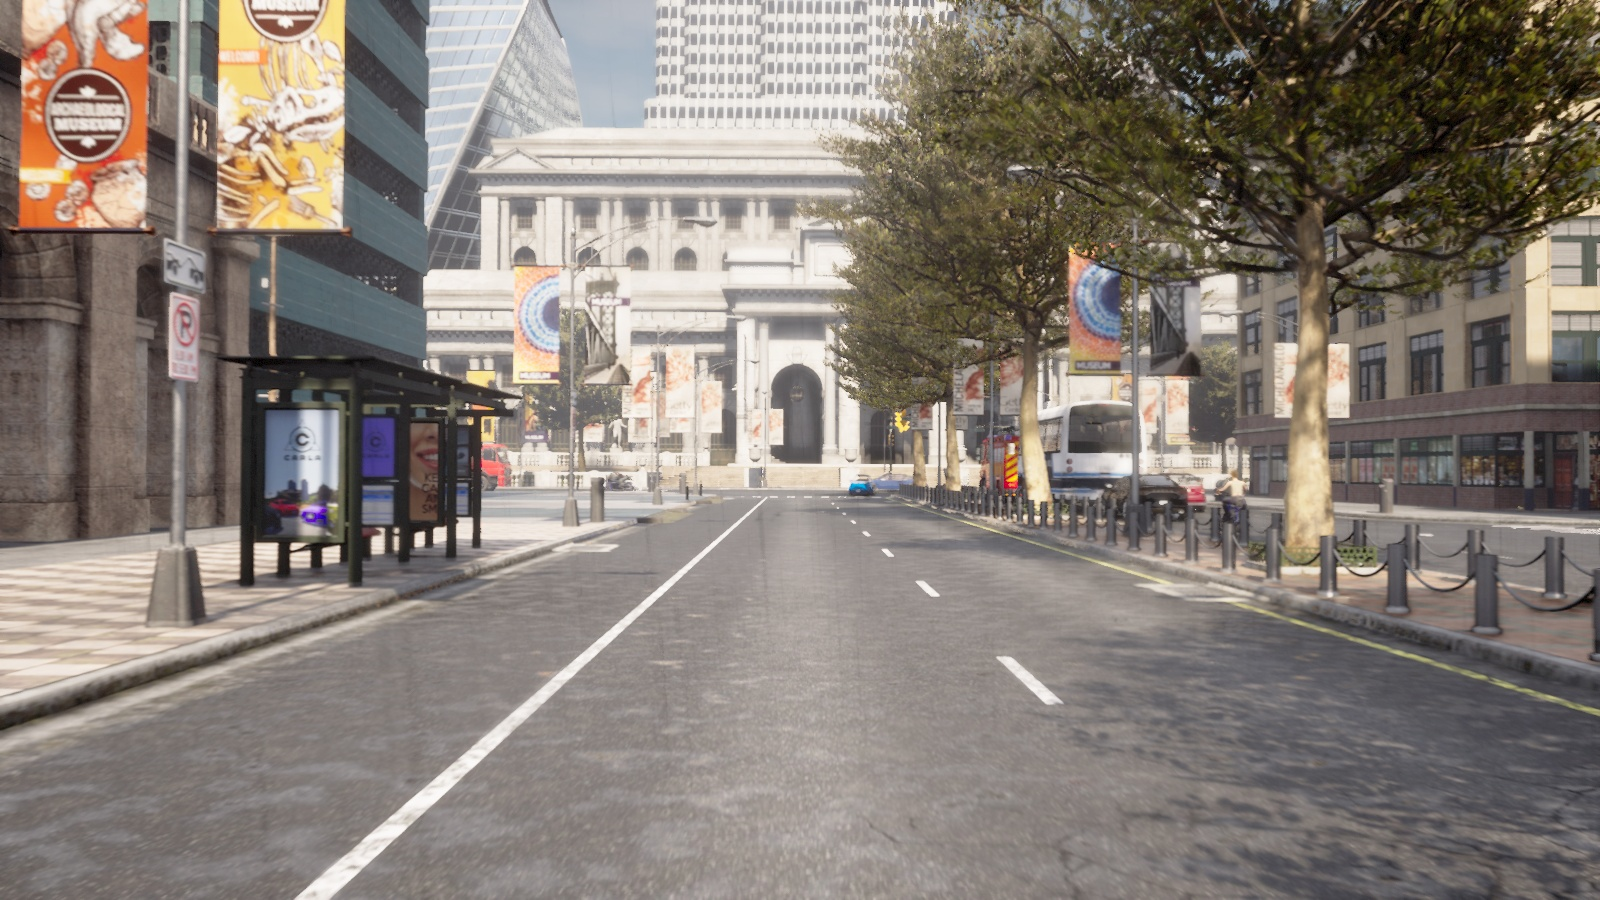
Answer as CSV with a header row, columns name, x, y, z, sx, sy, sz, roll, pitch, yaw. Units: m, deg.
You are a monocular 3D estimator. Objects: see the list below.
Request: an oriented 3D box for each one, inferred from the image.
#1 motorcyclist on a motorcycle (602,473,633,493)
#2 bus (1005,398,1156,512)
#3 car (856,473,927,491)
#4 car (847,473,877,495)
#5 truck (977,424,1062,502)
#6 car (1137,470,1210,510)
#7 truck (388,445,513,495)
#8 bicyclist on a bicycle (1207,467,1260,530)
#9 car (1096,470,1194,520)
name,x,y,z,sx,sy,sz,roll,pitch,yaw
motorcyclist on a motorcycle,-13.717,2.488,94.618,2.191,1.530,0.866,0,-1,0
bus,11.367,0.269,52.333,3.944,4.253,10.273,0,-1,0
car,7.121,2.476,98.085,5.357,1.411,2.033,0,-1,0
car,4.074,2.229,82.162,1.481,1.376,2.207,-1,-1,17
truck,11.289,0.700,65.416,2.891,3.827,8.468,0,-1,0
car,14.877,1.573,50.151,1.789,1.549,3.705,0,-1,0
truck,-24.296,1.397,87.645,7.936,3.462,2.891,0,-1,0
bicyclist on a bicycle,11.426,1.261,33.165,0.866,1.612,1.509,0,-1,0
car,11.399,1.447,41.831,1.882,1.535,5.008,0,-1,0
